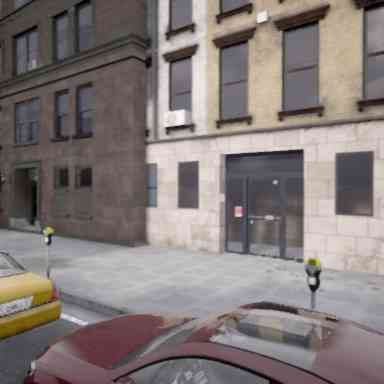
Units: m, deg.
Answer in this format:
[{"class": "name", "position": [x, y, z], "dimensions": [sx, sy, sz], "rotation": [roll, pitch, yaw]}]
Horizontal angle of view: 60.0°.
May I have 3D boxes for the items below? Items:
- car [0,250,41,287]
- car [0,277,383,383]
[{"class": "car", "position": [-4.251, 1.474, 5.758], "dimensions": [4.829, 1.417, 1.752], "rotation": [0, 1, 35]}, {"class": "car", "position": [0.419, 1.564, 2.510], "dimensions": [4.206, 1.307, 1.802], "rotation": [0, 0, 35]}]
